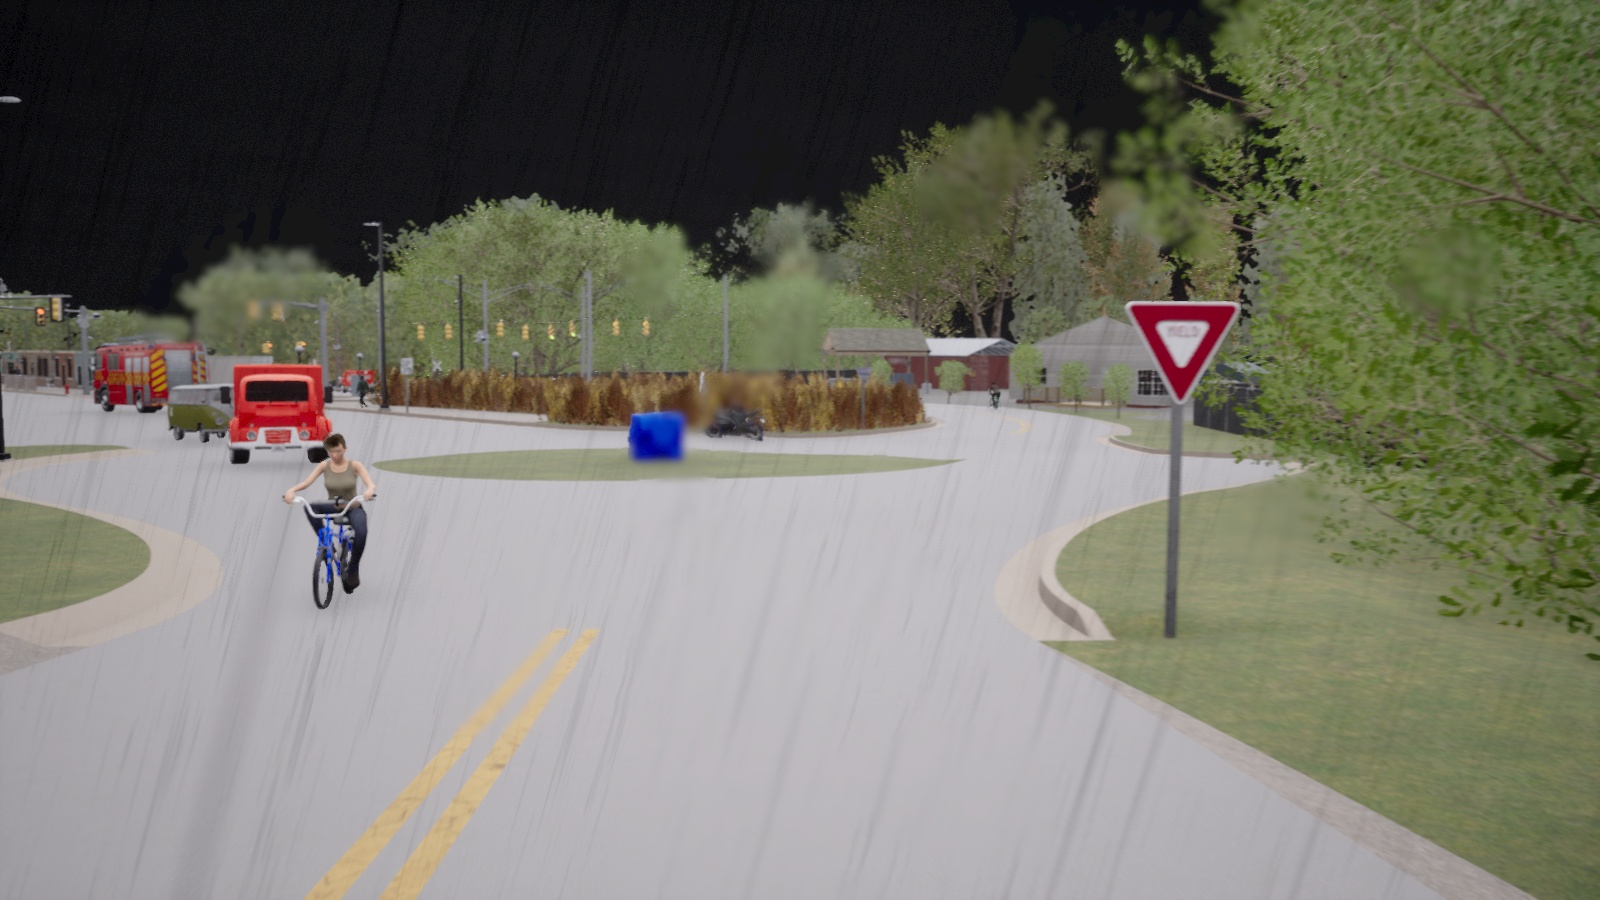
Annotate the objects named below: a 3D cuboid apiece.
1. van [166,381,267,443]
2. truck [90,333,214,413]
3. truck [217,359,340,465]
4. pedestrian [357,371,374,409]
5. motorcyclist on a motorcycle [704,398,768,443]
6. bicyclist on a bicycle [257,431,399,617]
[{"bbox_3d":[-20.329,-1.364,43.686,1.775,1.987,4.442,-4,5,-44],"label":"van"},{"bbox_3d":[-33.223,-3.956,64.225,8.468,3.827,2.891,3,6,44],"label":"truck"},{"bbox_3d":[-13.190,-0.954,31.918,2.627,2.467,5.204,-1,2,-22],"label":"truck"},{"bbox_3d":[-23.106,-3.196,66.787,0.788,1.949,0.423,5,7,39],"label":"pedestrian"},{"bbox_3d":[-2.366,-1.097,46.712,2.191,1.530,0.866,3,6,15],"label":"motorcyclist on a motorcycle"},{"bbox_3d":[-4.410,0.640,11.849,0.866,1.612,1.509,0,2,-6],"label":"bicyclist on a bicycle"}]
